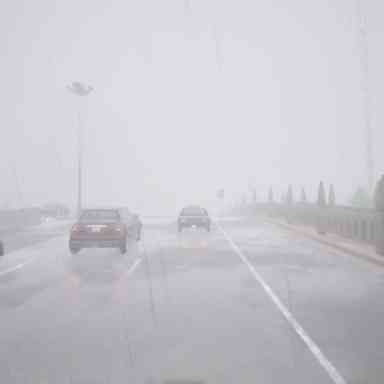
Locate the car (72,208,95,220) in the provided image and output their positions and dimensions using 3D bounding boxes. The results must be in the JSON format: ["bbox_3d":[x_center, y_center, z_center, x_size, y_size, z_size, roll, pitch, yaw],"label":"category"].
[{"bbox_3d":[-17.460,3.582,53.837,2.128,1.511,4.902,0,-7,0],"label":"car"}]

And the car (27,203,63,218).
[{"bbox_3d":[-14.022,1.821,33.515,2.033,1.411,5.357,0,-3,1],"label":"car"}]

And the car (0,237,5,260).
[{"bbox_3d":[-6.893,1.508,8.671,1.837,1.490,4.892,0,0,0],"label":"car"}]

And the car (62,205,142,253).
[{"bbox_3d":[-3.390,1.357,13.893,2.097,1.767,4.553,0,0,0],"label":"car"}]

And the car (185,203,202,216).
[{"bbox_3d":[0.128,2.077,38.425,1.812,1.442,4.674,0,-4,0],"label":"car"}]

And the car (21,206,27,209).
[{"bbox_3d":[-20.984,2.497,43.465,2.033,1.411,5.357,0,-5,0],"label":"car"}]

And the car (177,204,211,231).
[{"bbox_3d":[0.115,1.607,20.642,1.895,1.301,4.718,0,0,0],"label":"car"}]
